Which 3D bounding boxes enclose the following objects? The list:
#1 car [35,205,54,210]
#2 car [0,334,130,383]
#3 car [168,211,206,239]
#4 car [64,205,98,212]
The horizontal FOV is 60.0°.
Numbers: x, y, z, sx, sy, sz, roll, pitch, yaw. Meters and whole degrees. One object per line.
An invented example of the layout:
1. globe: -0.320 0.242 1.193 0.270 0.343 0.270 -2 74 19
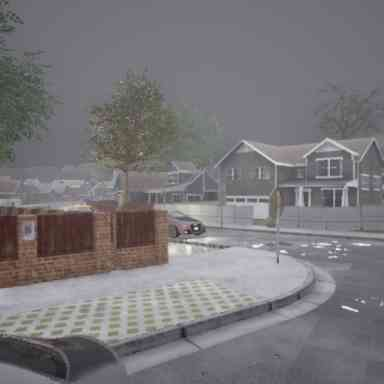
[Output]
1. car: -15.907 2.064 35.874 1.895 1.301 4.718 1 -1 -34
2. car: -2.392 1.531 1.239 4.674 1.442 1.812 0 0 -36
3. car: -1.207 1.751 18.731 4.181 1.385 1.994 -1 -1 44
4. car: -8.738 1.795 26.605 1.882 1.535 5.008 1 -1 -40
